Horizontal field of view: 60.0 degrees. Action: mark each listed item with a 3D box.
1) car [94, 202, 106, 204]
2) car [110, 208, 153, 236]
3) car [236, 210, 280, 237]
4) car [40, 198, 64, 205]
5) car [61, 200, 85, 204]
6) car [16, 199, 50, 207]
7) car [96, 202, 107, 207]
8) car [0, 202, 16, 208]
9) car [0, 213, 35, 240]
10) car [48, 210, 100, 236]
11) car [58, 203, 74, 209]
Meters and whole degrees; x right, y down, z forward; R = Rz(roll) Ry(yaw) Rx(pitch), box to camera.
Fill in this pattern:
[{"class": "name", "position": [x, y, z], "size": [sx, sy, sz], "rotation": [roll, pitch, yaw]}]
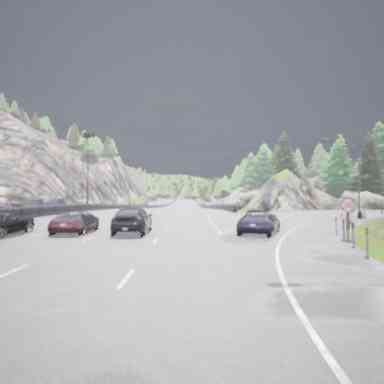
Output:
[{"class": "car", "position": [-21.206, 3.061, 74.982], "size": [1.882, 1.535, 5.008], "rotation": [0, -2, 0]}, {"class": "car", "position": [-3.460, 1.692, 19.538], "size": [1.837, 1.490, 4.892], "rotation": [0, -1, 0]}, {"class": "car", "position": [3.979, 1.762, 19.582], "size": [1.994, 1.385, 4.181], "rotation": [0, -1, 22]}, {"class": "car", "position": [-24.678, 2.171, 60.104], "size": [2.150, 2.045, 5.566], "rotation": [0, -2, 1]}, {"class": "car", "position": [-21.196, 2.493, 59.387], "size": [1.994, 1.385, 4.181], "rotation": [0, -2, 0]}, {"class": "car", "position": [-21.208, 2.025, 44.562], "size": [1.994, 1.385, 4.181], "rotation": [0, -1, 0]}, {"class": "car", "position": [-24.750, 3.401, 91.163], "size": [1.837, 1.490, 4.892], "rotation": [0, -2, 0]}, {"class": "car", "position": [-24.707, 2.025, 44.648], "size": [1.994, 1.385, 4.181], "rotation": [0, -1, 0]}, {"class": "car", "position": [-10.450, 1.780, 18.068], "size": [1.895, 1.301, 4.718], "rotation": [0, -1, 0]}, {"class": "car", "position": [-6.957, 1.767, 19.967], "size": [1.994, 1.385, 4.181], "rotation": [0, -1, 0]}, {"class": "car", "position": [-28.205, 3.164, 74.746], "size": [1.895, 1.301, 4.718], "rotation": [0, -2, 0]}]
